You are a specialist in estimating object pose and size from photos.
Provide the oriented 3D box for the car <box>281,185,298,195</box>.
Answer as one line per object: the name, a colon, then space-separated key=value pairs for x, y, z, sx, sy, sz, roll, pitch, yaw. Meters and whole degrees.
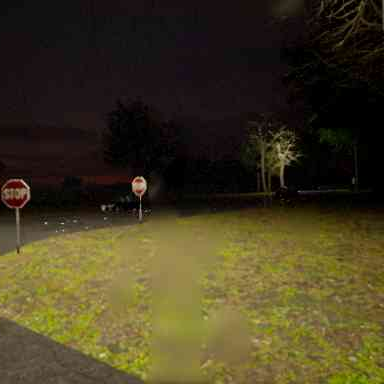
car: x=20.182 y=-0.454 z=68.779 sx=2.097 sy=1.767 sz=4.553 roll=-3 pitch=1 yaw=34

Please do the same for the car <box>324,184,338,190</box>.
car: x=36.391 y=-1.252 z=86.252 sx=1.812 sy=1.442 sz=4.674 roll=-3 pitch=0 yaw=35

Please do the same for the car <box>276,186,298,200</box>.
car: x=13.155 y=0.242 z=46.051 sx=1.882 sy=1.535 sz=5.008 roll=-3 pitch=0 yaw=34

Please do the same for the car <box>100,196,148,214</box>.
car: x=-6.136 y=1.120 z=30.181 sx=2.128 sy=1.511 sz=4.902 roll=-3 pitch=0 yaw=34
